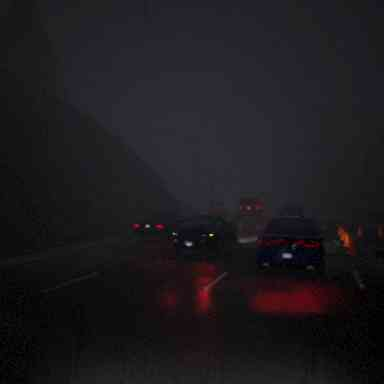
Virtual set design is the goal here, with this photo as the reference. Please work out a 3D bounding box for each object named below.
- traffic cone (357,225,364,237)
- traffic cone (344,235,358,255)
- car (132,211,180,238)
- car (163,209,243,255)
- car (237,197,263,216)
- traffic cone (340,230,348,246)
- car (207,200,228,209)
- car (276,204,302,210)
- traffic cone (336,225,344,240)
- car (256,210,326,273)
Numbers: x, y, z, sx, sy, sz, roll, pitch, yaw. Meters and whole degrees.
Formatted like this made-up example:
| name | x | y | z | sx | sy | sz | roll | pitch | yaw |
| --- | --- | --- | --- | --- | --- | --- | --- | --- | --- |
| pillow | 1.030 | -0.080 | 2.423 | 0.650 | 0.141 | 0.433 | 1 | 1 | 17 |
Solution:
| name | x | y | z | sx | sy | sz | roll | pitch | yaw |
| --- | --- | --- | --- | --- | --- | --- | --- | --- | --- |
| traffic cone | 9.080 | 2.100 | 17.986 | 0.340 | 0.580 | 0.340 | 0 | -1 | 20 |
| traffic cone | 6.102 | 2.059 | 12.682 | 0.340 | 0.580 | 0.340 | 0 | -1 | 20 |
| car | -1.403 | 1.743 | 18.627 | 2.033 | 1.411 | 5.357 | 0 | -1 | 18 |
| car | 0.657 | 1.665 | 13.930 | 1.812 | 1.442 | 4.674 | 0 | -1 | 19 |
| car | 5.454 | 1.517 | 31.438 | 2.150 | 2.045 | 5.566 | 0 | -1 | 11 |
| traffic cone | 6.781 | 2.075 | 14.563 | 0.340 | 0.580 | 0.340 | 0 | -1 | 20 |
| car | 2.872 | 1.716 | 37.134 | 2.097 | 1.767 | 4.553 | 0 | -1 | 10 |
| car | 8.388 | 1.758 | 28.494 | 1.837 | 1.490 | 4.892 | 0 | -1 | 12 |
| traffic cone | 7.460 | 2.091 | 16.444 | 0.340 | 0.580 | 0.340 | 0 | -1 | 20 |
| car | 3.404 | 1.578 | 11.227 | 1.882 | 1.535 | 5.008 | 0 | -1 | 20 |
